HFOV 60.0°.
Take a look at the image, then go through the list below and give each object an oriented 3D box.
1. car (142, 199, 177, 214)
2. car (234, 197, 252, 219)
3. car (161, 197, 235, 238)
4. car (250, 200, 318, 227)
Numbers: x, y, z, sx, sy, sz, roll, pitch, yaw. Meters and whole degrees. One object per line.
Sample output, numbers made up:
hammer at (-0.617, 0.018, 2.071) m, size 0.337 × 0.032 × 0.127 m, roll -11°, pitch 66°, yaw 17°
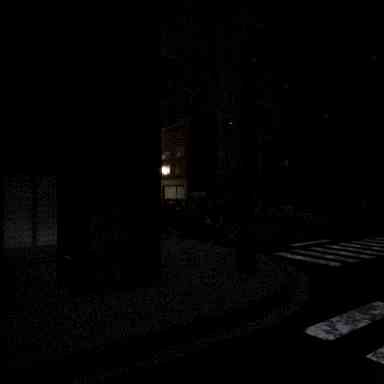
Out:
car at (-3.643, 1.530, 36.417) m, size 1.887 × 1.381 × 4.507 m, roll 0°, pitch 0°, yaw -35°
car at (2.939, 1.313, 27.160) m, size 2.192 × 1.841 × 5.009 m, roll 0°, pitch 0°, yaw -35°
car at (-0.317, 1.285, 17.889) m, size 2.192 × 1.841 × 5.009 m, roll 0°, pitch 0°, yaw -35°
car at (6.129, 1.529, 22.669) m, size 1.752 × 1.417 × 4.829 m, roll 0°, pitch 0°, yaw -35°
